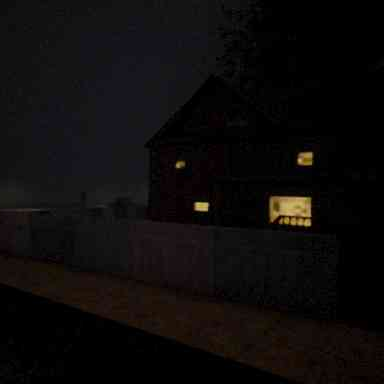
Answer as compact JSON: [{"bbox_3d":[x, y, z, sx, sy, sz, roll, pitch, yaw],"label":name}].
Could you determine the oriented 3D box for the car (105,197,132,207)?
[{"bbox_3d":[-10.949,1.718,50.668,2.150,2.045,5.566,1,-1,20],"label":"car"}]

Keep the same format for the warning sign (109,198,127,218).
[{"bbox_3d":[-7.299,1.587,32.990,1.300,1.860,1.060,3,1,20],"label":"warning sign"}]

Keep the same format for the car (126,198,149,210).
[{"bbox_3d":[-7.385,2.135,50.718,2.033,1.411,5.357,1,0,20],"label":"car"}]
